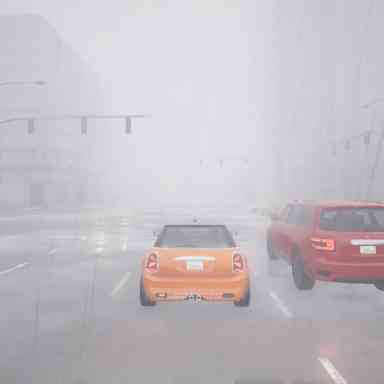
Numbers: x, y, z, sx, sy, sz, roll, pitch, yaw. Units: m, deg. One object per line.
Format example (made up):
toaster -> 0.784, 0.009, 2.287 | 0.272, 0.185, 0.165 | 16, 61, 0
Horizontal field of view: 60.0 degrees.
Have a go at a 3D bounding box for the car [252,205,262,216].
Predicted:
car -> 7.945, 1.477, 30.600 | 5.008, 1.535, 1.882 | 0, -1, -14

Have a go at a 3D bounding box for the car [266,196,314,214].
car -> 10.372, 1.351, 35.439 | 4.553, 1.767, 2.097 | 0, 0, 1

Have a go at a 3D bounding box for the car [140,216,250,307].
car -> 0.075, 1.352, 8.154 | 2.097, 1.767, 4.553 | 0, 0, 1

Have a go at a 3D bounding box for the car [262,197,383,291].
car -> 3.554, 1.221, 9.174 | 2.150, 2.045, 5.566 | 0, 0, 3
